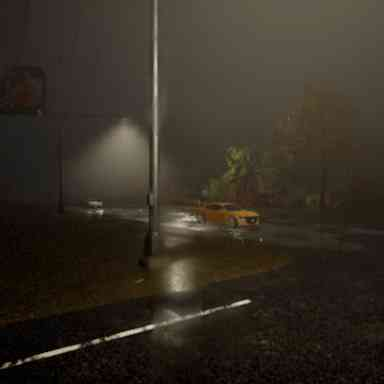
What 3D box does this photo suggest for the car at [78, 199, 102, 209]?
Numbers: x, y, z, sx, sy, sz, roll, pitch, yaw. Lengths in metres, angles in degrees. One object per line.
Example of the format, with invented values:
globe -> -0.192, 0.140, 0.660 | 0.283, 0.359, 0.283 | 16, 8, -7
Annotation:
car -> -13.530, 1.521, 44.187 | 1.895, 1.301, 4.718 | 0, 0, -36

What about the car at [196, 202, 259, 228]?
car -> 2.246, 1.465, 22.284 | 1.882, 1.535, 5.008 | 0, 0, -36
